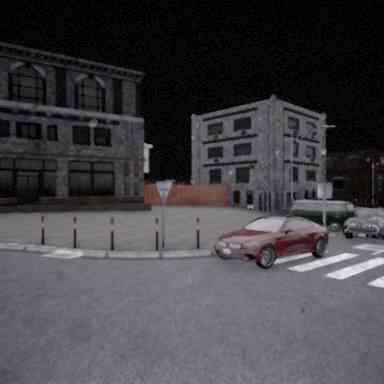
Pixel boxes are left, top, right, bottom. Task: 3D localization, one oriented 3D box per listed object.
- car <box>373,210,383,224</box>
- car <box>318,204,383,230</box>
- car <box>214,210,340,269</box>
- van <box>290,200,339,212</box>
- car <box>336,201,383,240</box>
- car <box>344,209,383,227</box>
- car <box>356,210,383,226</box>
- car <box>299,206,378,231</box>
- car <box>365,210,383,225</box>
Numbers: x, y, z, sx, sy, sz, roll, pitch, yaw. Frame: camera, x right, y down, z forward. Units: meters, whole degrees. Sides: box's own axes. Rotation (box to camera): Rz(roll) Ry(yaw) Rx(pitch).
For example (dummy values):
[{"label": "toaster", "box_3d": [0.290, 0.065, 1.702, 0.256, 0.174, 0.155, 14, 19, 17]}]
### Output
[{"label": "car", "box_3d": [23.123, 2.877, 36.529, 1.946, 1.575, 5.366, 4, -3, -44]}, {"label": "car", "box_3d": [12.916, 1.966, 26.867, 2.185, 1.767, 4.553, 4, -3, -44]}, {"label": "car", "box_3d": [2.835, 1.513, 11.239, 4.674, 1.442, 1.812, 1, -1, -39]}, {"label": "van", "box_3d": [8.822, 1.582, 23.112, 1.878, 1.987, 4.442, 3, -2, -44]}, {"label": "car", "box_3d": [9.710, 1.554, 17.433, 4.553, 1.767, 2.097, 3, -2, -44]}, {"label": "car", "box_3d": [17.006, 2.441, 30.827, 2.163, 1.488, 4.792, 4, -3, -44]}, {"label": "car", "box_3d": [18.989, 2.607, 32.782, 2.002, 1.452, 4.674, 4, -3, -44]}, {"label": "car", "box_3d": [10.884, 1.940, 24.952, 2.097, 1.535, 5.008, 4, -3, -44]}, {"label": "car", "box_3d": [20.902, 2.756, 34.634, 2.002, 1.452, 4.674, 4, -3, -44]}]
